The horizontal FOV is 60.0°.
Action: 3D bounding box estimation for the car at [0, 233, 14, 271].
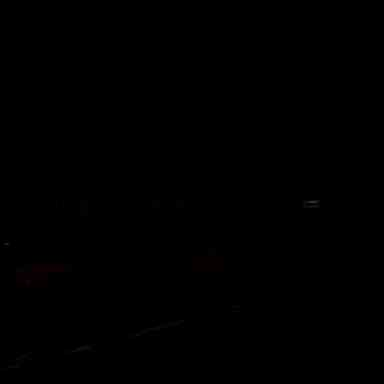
[{"bbox_3d":[-6.886,1.506,7.678,4.892,1.490,1.837,0,0,-36],"label":"car"}]
